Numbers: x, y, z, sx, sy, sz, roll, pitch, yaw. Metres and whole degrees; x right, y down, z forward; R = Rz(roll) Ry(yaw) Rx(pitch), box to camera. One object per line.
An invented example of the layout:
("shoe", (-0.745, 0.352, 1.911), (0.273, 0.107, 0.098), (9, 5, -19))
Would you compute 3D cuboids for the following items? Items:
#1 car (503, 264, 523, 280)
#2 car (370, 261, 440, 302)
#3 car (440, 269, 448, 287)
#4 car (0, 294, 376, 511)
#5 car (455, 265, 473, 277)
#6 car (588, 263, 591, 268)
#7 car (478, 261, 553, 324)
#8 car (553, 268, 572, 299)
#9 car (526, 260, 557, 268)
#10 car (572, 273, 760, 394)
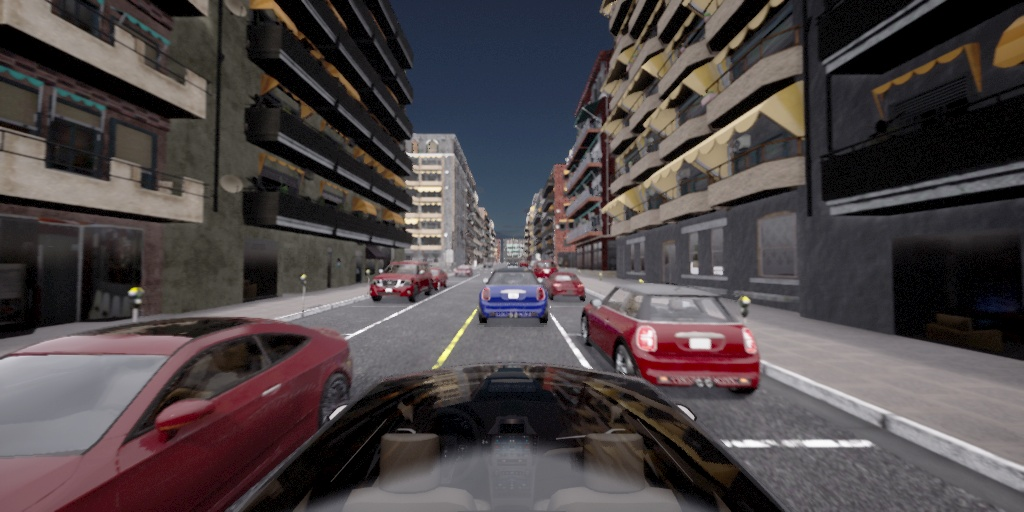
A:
("car", (0.100, 1.541, 35.846), (1.812, 1.442, 4.674), (0, 0, 0))
("car", (-5.314, 1.181, 17.912), (2.192, 1.841, 5.009), (0, 0, 0))
("car", (-5.315, 1.455, 23.444), (1.888, 1.381, 4.507), (0, 0, 0))
("car", (-2.862, 1.282, 2.710), (1.812, 1.442, 4.674), (0, 0, 0))
("car", (-5.315, 1.634, 40.036), (1.802, 1.307, 4.207), (0, 0, 0))
("car", (13.745, 1.644, 57.869), (4.403, 1.370, 2.007), (0, 0, 0))
("car", (0.028, 1.178, 12.439), (2.097, 1.767, 4.553), (0, 0, 0))
("car", (2.534, 1.448, 17.858), (1.802, 1.307, 4.207), (0, 0, 0))
("car", (2.534, 1.270, 28.919), (2.192, 1.841, 5.009), (0, 0, 0))
("car", (2.534, 1.225, 6.795), (1.967, 1.591, 4.097), (0, 0, 0))
